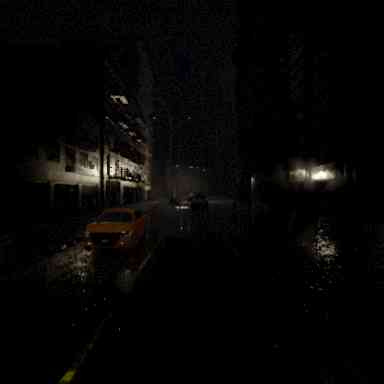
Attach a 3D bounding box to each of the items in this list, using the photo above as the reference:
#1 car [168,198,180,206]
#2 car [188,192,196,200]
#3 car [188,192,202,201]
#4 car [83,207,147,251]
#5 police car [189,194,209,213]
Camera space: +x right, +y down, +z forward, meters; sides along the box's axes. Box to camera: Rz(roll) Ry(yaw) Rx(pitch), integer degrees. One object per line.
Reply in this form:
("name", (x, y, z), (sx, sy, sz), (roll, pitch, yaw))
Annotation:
("car", (-3.060, 1.600, 56.746), (1.895, 1.301, 4.718), (0, 0, 1))
("car", (-0.011, 1.133, 88.409), (2.150, 2.045, 5.566), (0, 0, 0))
("car", (0.895, 1.214, 47.327), (2.150, 2.045, 5.566), (0, 0, 0))
("car", (-3.102, 1.452, 14.273), (1.882, 1.535, 5.008), (0, 0, 0))
("police car", (0.895, 1.406, 37.406), (1.930, 1.638, 5.238), (0, 0, 0))
